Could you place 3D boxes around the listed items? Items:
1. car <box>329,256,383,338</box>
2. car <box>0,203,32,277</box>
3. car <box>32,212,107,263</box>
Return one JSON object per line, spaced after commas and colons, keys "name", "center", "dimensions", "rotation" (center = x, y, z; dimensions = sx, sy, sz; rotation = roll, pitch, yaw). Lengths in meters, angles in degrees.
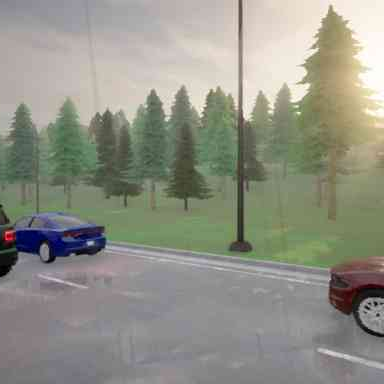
{"name": "car", "center": [4.707, 1.478, 4.913], "dimensions": [5.008, 1.535, 1.882], "rotation": [0, 0, 36]}
{"name": "car", "center": [-6.879, 1.221, 8.887], "dimensions": [5.566, 2.045, 2.150], "rotation": [0, 0, 35]}
{"name": "car", "center": [-5.243, 1.477, 12.018], "dimensions": [5.008, 1.535, 1.882], "rotation": [0, 0, 35]}
